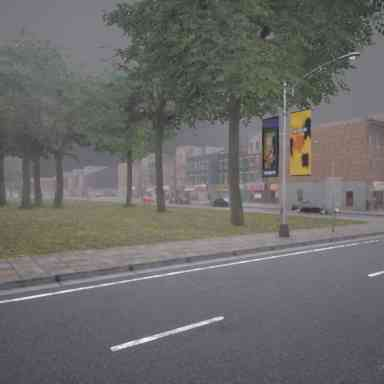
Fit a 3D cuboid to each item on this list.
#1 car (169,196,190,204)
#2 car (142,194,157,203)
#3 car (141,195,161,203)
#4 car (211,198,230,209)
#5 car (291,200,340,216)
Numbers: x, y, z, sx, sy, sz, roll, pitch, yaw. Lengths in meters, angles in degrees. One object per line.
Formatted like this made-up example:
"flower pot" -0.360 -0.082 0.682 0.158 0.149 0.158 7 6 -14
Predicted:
"car" -2.296 1.380 58.695 2.128 1.511 4.902 1 0 -35
"car" -7.161 1.222 60.688 2.097 1.767 4.553 1 0 -36
"car" -8.301 1.331 67.009 1.882 1.535 5.008 1 0 -36
"car" 4.357 1.483 44.405 1.812 1.442 4.674 1 0 -36
"car" 12.284 1.568 33.307 2.128 1.511 4.902 1 0 -36
